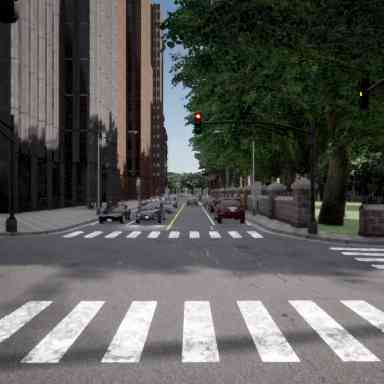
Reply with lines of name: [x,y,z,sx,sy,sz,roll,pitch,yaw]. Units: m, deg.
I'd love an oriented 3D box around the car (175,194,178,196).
car: [-5.666,1.533,90.732,1.967,1.590,4.097,0,0,0]

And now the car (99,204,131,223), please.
car: [-5.735,1.576,25.248,1.947,1.339,4.313,0,0,0]

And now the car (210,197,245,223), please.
car: [2.790,1.326,25.248,2.192,1.841,5.009,0,0,0]

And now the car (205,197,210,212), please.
car: [2.802,1.588,36.161,1.947,1.339,4.313,0,0,0]

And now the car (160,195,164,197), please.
car: [-5.706,1.623,52.533,1.802,1.307,4.206,0,0,0]

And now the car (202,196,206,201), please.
car: [2.813,1.585,47.074,2.008,1.369,4.403,0,0,0]

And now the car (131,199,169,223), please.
car: [-3.079,1.516,25.520,1.837,1.490,4.892,0,0,1]

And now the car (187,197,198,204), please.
car: [0.070,1.620,65.786,1.994,1.385,4.181,0,0,0]

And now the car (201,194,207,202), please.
car: [2.819,1.481,52.530,1.967,1.590,4.097,0,0,0]

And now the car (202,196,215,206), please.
car: [2.825,1.487,57.987,1.967,1.590,4.097,0,0,0]

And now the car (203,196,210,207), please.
car: [2.807,1.579,41.617,2.008,1.369,4.403,0,0,0]

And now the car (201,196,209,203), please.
car: [2.842,1.593,74.526,1.752,1.417,4.829,0,0,0]

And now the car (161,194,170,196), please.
car: [-5.695,1.635,63.447,1.802,1.307,4.206,0,0,0]

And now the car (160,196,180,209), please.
car: [-3.047,1.597,46.158,1.994,1.385,4.181,0,0,0]

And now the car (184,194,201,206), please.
car: [0.115,1.536,55.806,2.128,1.511,4.902,0,0,1]

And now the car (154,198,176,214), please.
car: [-3.062,1.622,35.444,1.895,1.301,4.718,0,0,0]
